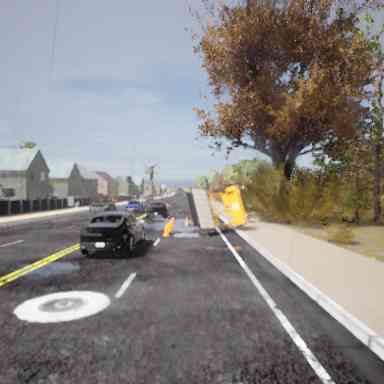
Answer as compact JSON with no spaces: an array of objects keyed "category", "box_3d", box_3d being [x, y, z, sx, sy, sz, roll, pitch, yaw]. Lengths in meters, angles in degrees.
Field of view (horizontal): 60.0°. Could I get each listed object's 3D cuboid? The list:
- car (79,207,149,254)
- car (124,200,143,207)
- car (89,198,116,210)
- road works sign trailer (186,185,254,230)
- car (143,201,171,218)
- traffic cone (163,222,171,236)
[{"category":"car","box_3d":[-3.153,1.573,13.817,1.837,1.490,4.892,0,0,0]},{"category":"car","box_3d":[-6.600,1.705,38.081,1.812,1.442,4.674,0,0,0]},{"category":"car","box_3d":[-9.850,1.527,36.989,2.097,1.767,4.553,0,0,0]},{"category":"road works sign trailer","box_3d":[1.110,1.021,18.759,2.880,2.380,3.560,-26,-20,36]},{"category":"car","box_3d":[-3.155,1.656,31.519,1.837,1.490,4.892,0,0,0]},{"category":"traffic cone","box_3d":[-1.384,2.044,17.941,0.340,0.580,0.340,0,0,0]}]
